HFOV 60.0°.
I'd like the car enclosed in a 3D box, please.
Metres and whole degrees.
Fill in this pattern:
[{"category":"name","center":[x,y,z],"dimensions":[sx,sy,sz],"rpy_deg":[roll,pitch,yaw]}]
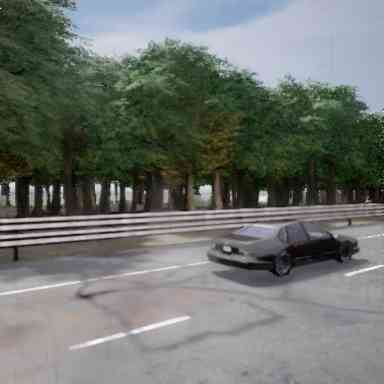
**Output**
[{"category":"car","center":[2.987,1.548,10.248],"dimensions":[5.357,1.411,2.033],"rpy_deg":[0,0,-35]}]
